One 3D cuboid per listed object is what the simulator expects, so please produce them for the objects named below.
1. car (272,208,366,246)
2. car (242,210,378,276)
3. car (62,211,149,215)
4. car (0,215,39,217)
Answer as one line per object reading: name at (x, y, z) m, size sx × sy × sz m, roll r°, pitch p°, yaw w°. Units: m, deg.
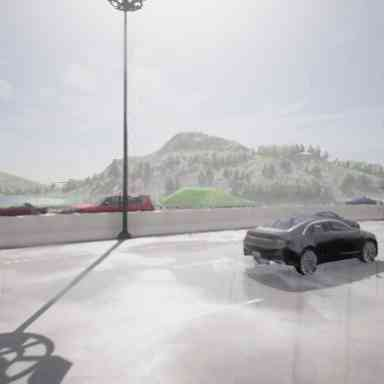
car at (6.030, 1.552, 15.768) m, size 4.181 × 1.385 × 1.994 m, roll 0°, pitch 0°, yaw -31°
car at (3.790, 1.483, 10.310) m, size 4.902 × 1.511 × 2.128 m, roll 0°, pitch 0°, yaw -32°
car at (-5.095, 1.177, 21.502) m, size 5.566 × 2.045 × 2.150 m, roll 0°, pitch 0°, yaw -33°
car at (-14.699, 1.526, 27.741) m, size 4.718 × 1.301 × 1.895 m, roll 0°, pitch 0°, yaw -34°
